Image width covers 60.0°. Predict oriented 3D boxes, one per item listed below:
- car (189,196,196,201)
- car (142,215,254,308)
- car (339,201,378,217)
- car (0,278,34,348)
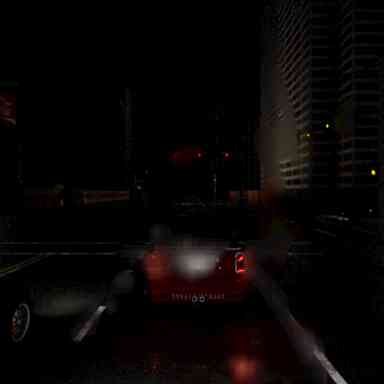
[{"bbox_3d":[0.128,1.572,83.437,1.895,1.301,4.718,0,0,0],"label":"car"},{"bbox_3d":[0.112,1.350,8.087,2.097,1.767,4.553,0,0,0],"label":"car"},{"bbox_3d":[16.317,1.539,30.126,5.357,1.411,2.033,0,0,0],"label":"car"},{"bbox_3d":[-3.393,1.525,3.315,1.812,1.442,4.674,0,0,0],"label":"car"}]
